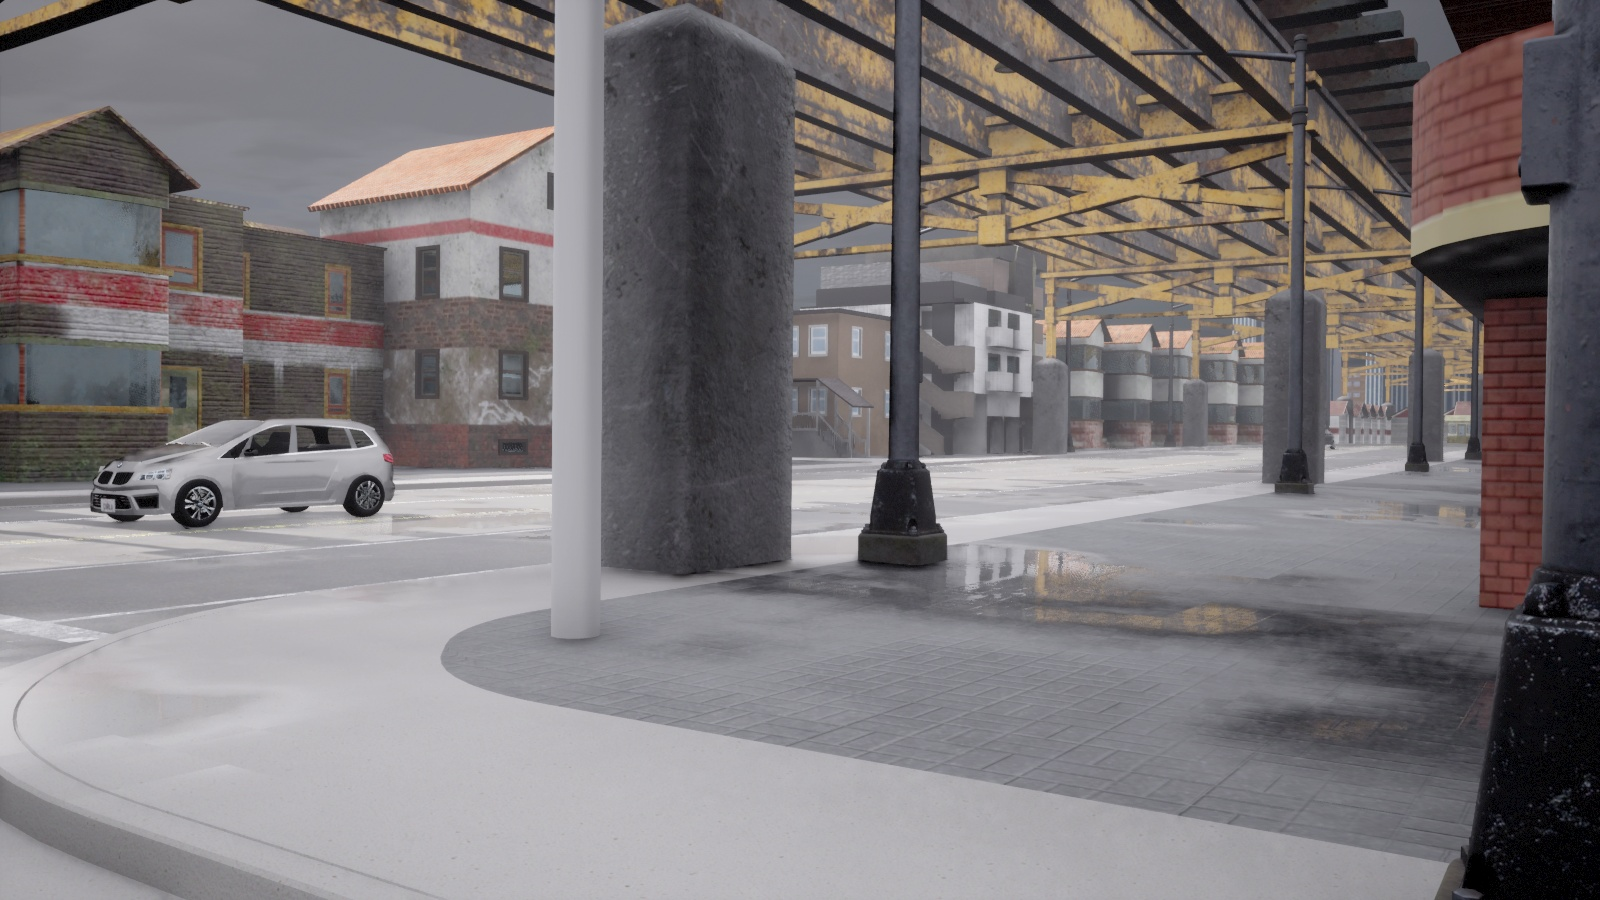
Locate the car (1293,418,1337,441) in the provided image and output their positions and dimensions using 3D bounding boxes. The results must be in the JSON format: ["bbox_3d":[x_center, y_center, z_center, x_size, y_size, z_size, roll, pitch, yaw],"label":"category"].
[{"bbox_3d":[36.258,-1.443,88.404,1.789,1.549,3.705,0,2,40],"label":"car"}]

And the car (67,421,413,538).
[{"bbox_3d":[-8.884,0.379,20.320,2.242,1.667,4.611,0,1,34],"label":"car"}]
